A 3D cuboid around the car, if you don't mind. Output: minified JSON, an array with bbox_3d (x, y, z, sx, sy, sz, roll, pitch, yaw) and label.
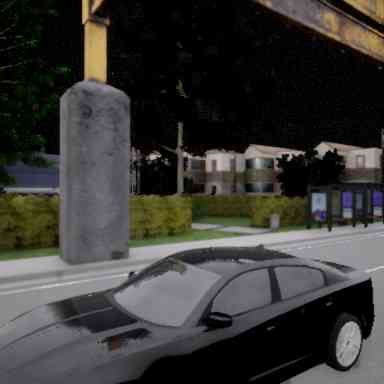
[{"bbox_3d":[0.274,1.485,4.164,5.008,1.535,1.882,0,0,-34],"label":"car"}]
